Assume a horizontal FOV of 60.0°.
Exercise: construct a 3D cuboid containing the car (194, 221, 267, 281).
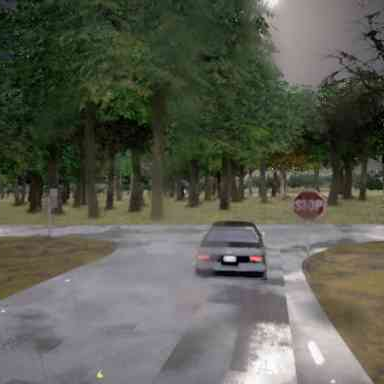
[{"bbox_3d":[1.245,1.584,10.083,2.033,1.411,5.357,0,0,9],"label":"car"}]
